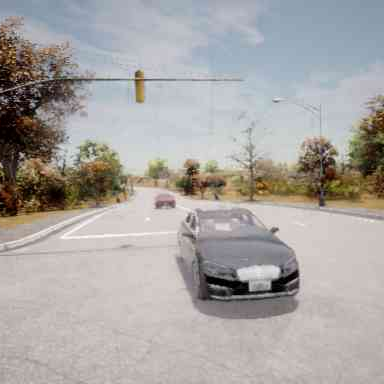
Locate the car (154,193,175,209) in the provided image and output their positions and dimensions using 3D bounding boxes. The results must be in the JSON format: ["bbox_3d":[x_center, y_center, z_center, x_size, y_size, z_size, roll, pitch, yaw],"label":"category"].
[{"bbox_3d":[-2.724,0.852,32.814,1.882,1.535,5.008,-2,0,-8],"label":"car"}]

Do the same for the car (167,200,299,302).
[{"bbox_3d":[0.739,1.132,7.693,2.128,1.511,4.902,-2,2,-8],"label":"car"}]
